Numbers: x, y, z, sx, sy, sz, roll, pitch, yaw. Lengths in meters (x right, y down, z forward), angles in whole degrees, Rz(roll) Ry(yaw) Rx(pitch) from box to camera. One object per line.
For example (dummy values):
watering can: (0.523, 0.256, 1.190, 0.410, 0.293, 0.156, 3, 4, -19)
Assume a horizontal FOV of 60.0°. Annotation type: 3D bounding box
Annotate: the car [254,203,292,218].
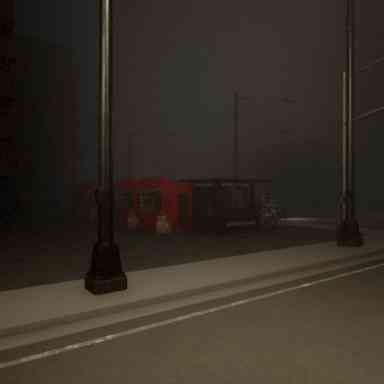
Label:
car: (7.297, 1.692, 31.866, 1.812, 1.442, 4.674, 0, 0, -36)
